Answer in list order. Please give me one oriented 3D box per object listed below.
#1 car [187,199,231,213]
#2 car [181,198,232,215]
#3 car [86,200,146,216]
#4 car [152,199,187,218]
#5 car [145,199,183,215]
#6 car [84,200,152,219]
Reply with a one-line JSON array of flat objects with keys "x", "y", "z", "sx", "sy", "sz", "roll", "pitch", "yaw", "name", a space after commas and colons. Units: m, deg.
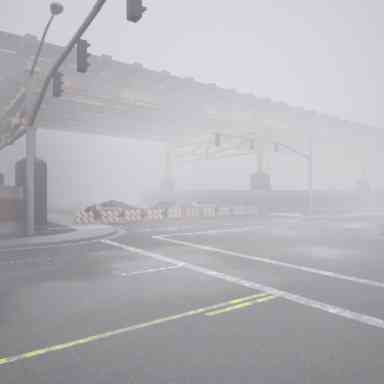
[{"x": 1.400, "y": 1.295, "z": 34.029, "sx": 4.536, "sy": 1.218, "sz": 1.853, "roll": 0, "pitch": 0, "yaw": -7, "name": "car"}, {"x": 1.452, "y": 1.453, "z": 34.036, "sx": 4.974, "sy": 1.542, "sz": 2.038, "roll": 0, "pitch": 0, "yaw": -7, "name": "car"}, {"x": -6.261, "y": 1.295, "z": 27.605, "sx": 4.536, "sy": 1.218, "sz": 1.853, "roll": 0, "pitch": 0, "yaw": 8, "name": "car"}, {"x": -2.462, "y": 1.453, "z": 30.280, "sx": 2.038, "sy": 1.542, "sz": 4.974, "roll": 0, "pitch": 0, "yaw": 18, "name": "car"}, {"x": -2.446, "y": 1.295, "z": 30.329, "sx": 1.853, "sy": 1.218, "sz": 4.536, "roll": 0, "pitch": 0, "yaw": 18, "name": "car"}, {"x": -6.209, "y": 1.453, "z": 27.598, "sx": 4.974, "sy": 1.542, "sz": 2.038, "roll": 0, "pitch": 0, "yaw": 8, "name": "car"}]
